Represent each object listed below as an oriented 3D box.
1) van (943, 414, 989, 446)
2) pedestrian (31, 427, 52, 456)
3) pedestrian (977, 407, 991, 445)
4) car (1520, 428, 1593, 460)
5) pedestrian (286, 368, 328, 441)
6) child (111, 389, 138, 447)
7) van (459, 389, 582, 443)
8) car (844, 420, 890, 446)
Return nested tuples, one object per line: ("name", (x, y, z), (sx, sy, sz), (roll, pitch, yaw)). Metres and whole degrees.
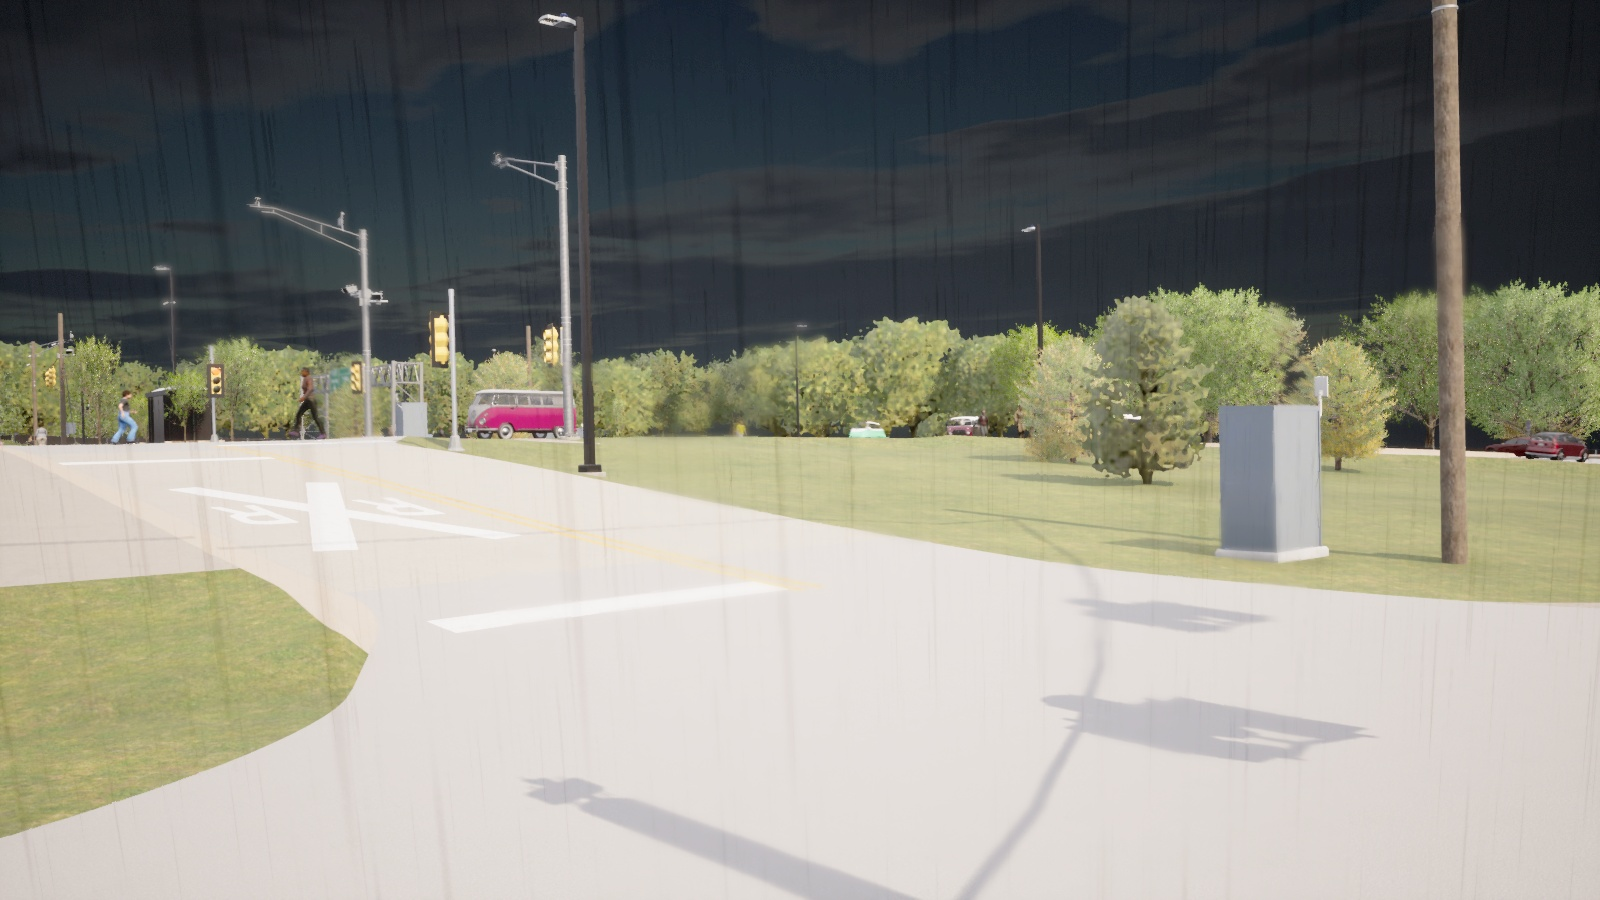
("van", (11.213, -1.305, 84.800), (2.069, 2.038, 4.480), (-2, -1, 20))
("pedestrian", (-49.007, -0.571, 81.116), (0.900, 1.855, 0.874), (-1, 1, 40))
("pedestrian", (9.186, -1.184, 62.738), (0.376, 1.854, 0.720), (-2, 1, -15))
("car", (40.872, -0.328, 67.837), (3.705, 1.549, 1.789), (1, 5, -32))
("pedestrian", (-12.358, -1.144, 31.460), (0.869, 1.805, 0.328), (-2, 1, -41))
("child", (-14.993, -0.715, 27.865), (0.270, 1.263, 0.437), (-1, 1, 43))
("van", (-10.934, -1.312, 49.343), (1.775, 1.987, 4.442), (-1, 0, 44))
("car", (3.838, -0.959, 71.907), (2.207, 1.376, 1.481), (1, -2, -41))
